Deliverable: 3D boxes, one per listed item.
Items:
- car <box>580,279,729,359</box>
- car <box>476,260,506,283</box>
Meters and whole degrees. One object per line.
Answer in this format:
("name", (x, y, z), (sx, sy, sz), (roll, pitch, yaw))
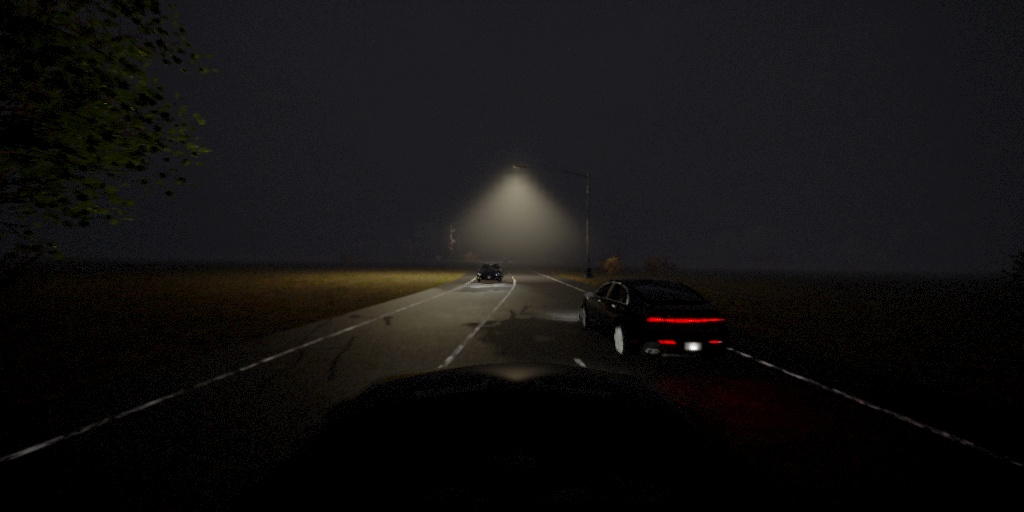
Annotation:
("car", (2.956, 1.282, 8.476), (1.837, 1.490, 4.892), (0, 0, -2))
("car", (-1.655, 1.302, 28.284), (1.837, 1.490, 4.892), (1, 0, 1))
